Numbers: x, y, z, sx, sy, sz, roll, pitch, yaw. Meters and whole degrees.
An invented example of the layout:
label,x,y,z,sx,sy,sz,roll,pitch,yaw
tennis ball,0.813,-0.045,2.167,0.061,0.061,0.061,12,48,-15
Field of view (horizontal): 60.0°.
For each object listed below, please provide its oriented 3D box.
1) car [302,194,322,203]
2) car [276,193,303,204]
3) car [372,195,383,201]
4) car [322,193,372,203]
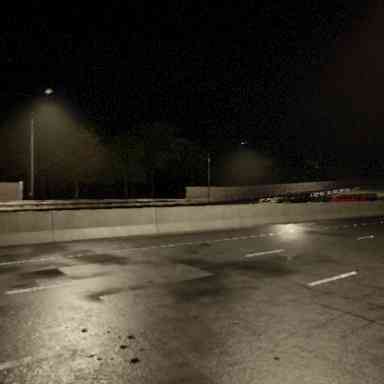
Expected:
label,x,y,z,sx,sy,sz,roll,pitch,yaw
car,16.328,1.358,41.402,4.553,1.767,2.097,0,0,-35
car,13.561,1.224,43.731,5.566,2.045,2.150,0,0,-35
car,29.309,1.561,50.618,4.674,1.442,1.812,0,0,-35
car,17.848,1.225,38.195,5.566,2.045,2.150,0,0,-36
